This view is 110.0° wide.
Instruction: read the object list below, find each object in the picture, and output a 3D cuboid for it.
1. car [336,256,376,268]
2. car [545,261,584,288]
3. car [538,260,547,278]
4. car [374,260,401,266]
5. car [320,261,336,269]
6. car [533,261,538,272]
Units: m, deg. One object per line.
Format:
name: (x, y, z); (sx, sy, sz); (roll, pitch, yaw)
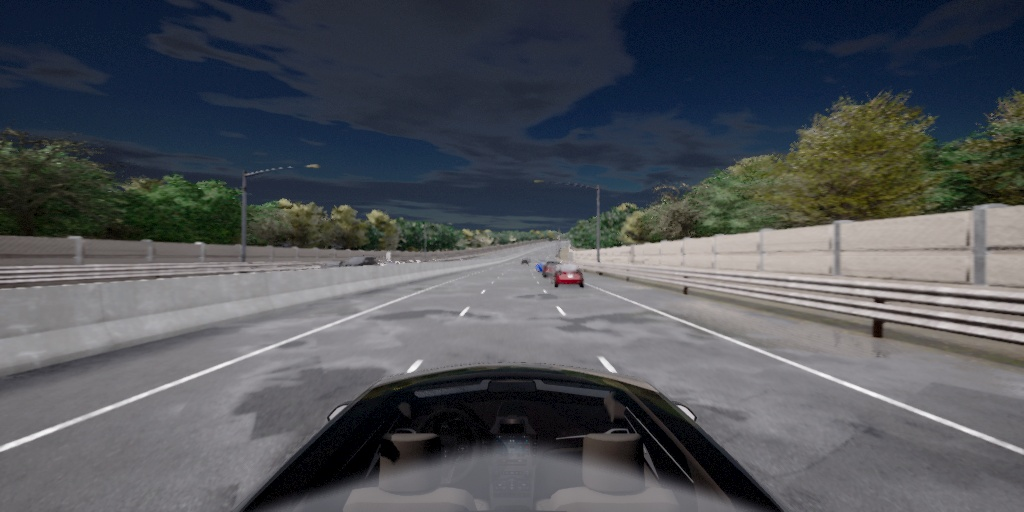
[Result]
car: (-16.976, 1.036, 40.172); (2.150, 2.045, 5.566); (0, 0, 2)
car: (3.700, 1.307, 24.759); (2.163, 1.488, 4.792); (0, 0, 1)
car: (3.953, 1.294, 35.624); (2.033, 1.649, 4.856); (0, 0, 2)
car: (-13.455, 1.395, 40.549); (1.994, 1.385, 4.181); (0, 0, 2)
car: (-20.412, 1.317, 41.867); (1.837, 1.490, 4.892); (0, 0, 2)
car: (4.128, 1.424, 47.074); (1.882, 1.535, 5.008); (1, 0, -5)
